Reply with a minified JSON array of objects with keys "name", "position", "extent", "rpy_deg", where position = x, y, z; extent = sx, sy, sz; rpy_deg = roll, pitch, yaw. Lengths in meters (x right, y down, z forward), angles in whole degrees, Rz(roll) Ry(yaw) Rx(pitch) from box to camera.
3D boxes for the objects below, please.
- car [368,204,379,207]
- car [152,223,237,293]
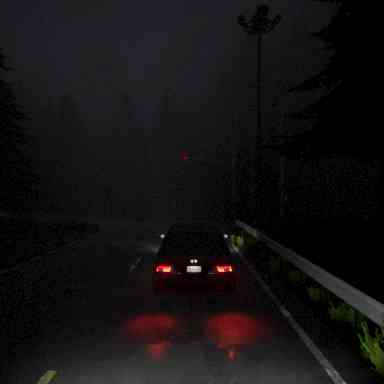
[{"name":"car","position":[16.874,1.278,27.941],"extent":[4.181,1.385,1.994],"rpy_deg":[-5,-2,22]},{"name":"car","position":[0.055,1.547,8.985],"extent":[2.033,1.411,5.357],"rpy_deg":[0,0,0]}]
